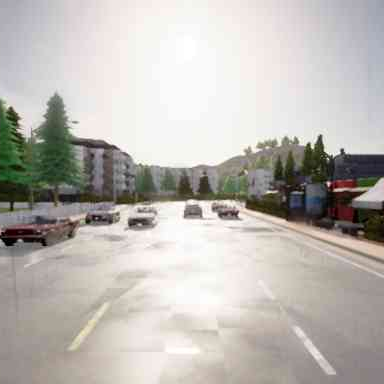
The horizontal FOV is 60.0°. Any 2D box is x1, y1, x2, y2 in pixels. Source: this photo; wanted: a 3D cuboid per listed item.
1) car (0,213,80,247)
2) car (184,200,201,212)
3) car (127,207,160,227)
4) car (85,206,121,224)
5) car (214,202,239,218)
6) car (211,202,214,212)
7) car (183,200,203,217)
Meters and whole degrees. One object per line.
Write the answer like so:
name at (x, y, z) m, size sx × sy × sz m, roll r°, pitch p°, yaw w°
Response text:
car at (-7.074, 1.729, 15.944) m, size 1.895 × 1.301 × 4.718 m, roll 0°, pitch 0°, yaw 0°
car at (0.062, 1.859, 45.708) m, size 2.128 × 1.511 × 4.902 m, roll 0°, pitch 0°, yaw 0°
car at (-3.484, 1.803, 24.806) m, size 2.033 × 1.411 × 5.357 m, roll 0°, pitch 0°, yaw 0°
car at (-7.040, 1.778, 26.634) m, size 1.994 × 1.385 × 4.181 m, roll 0°, pitch 0°, yaw 1°
car at (3.534, 1.870, 33.431) m, size 1.895 × 1.301 × 4.718 m, roll 0°, pitch 0°, yaw 0°
car at (3.573, 1.967, 45.489) m, size 1.895 × 1.301 × 4.718 m, roll 0°, pitch 0°, yaw 1°
car at (0.123, 1.842, 34.513) m, size 1.994 × 1.385 × 4.181 m, roll 0°, pitch 0°, yaw 0°
